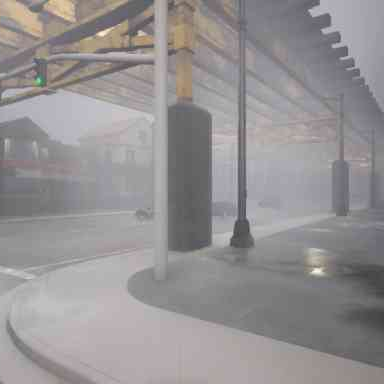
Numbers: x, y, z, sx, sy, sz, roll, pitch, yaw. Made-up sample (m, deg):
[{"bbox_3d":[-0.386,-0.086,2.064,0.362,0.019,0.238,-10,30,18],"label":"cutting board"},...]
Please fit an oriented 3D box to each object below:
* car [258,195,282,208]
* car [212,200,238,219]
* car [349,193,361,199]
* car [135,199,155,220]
[{"bbox_3d":[11.160,1.269,47.322,2.097,1.767,4.553,0,1,36],"label":"car"},{"bbox_3d":[2.780,1.504,29.356,1.837,1.490,4.892,0,0,35],"label":"car"},{"bbox_3d":[38.007,0.998,79.229,2.033,1.411,5.357,0,1,35],"label":"car"},{"bbox_3d":[-2.675,1.352,27.869,2.097,1.767,4.553,0,0,35],"label":"car"}]
